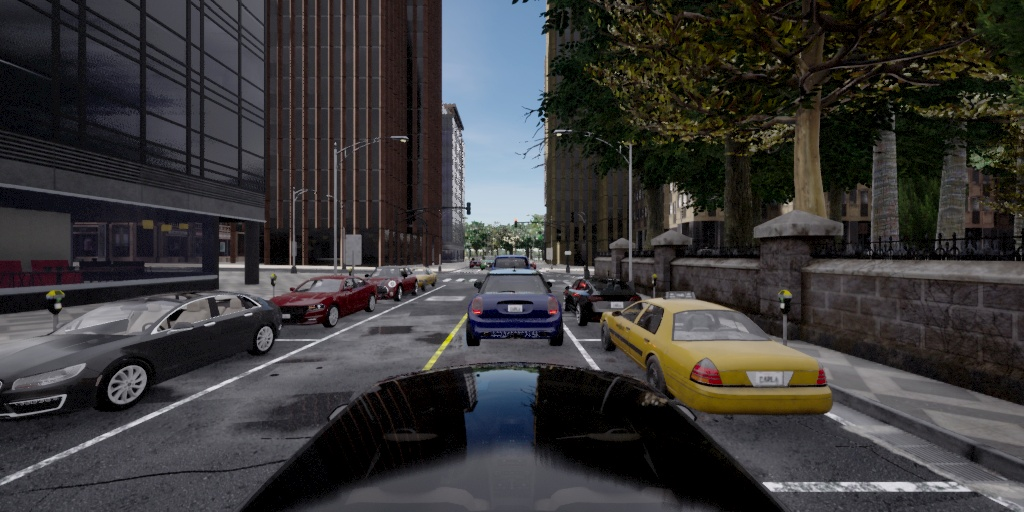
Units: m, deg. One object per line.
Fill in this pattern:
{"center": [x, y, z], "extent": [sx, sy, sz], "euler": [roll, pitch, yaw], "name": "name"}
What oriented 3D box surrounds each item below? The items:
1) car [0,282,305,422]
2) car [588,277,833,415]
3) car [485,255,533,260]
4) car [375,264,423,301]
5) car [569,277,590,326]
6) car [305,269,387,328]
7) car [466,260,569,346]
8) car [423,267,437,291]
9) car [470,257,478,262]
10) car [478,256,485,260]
{"center": [-5.772, 1.301, 5.959], "extent": [2.007, 1.370, 4.403], "euler": [0, 0, 0], "name": "car"}
{"center": [2.752, 1.275, 6.151], "extent": [1.751, 1.417, 4.829], "euler": [0, 0, 0], "name": "car"}
{"center": [-0.034, 0.973, 18.973], "extent": [2.150, 2.045, 5.566], "euler": [0, 0, 0], "name": "car"}
{"center": [-5.797, 1.190, 16.873], "extent": [1.967, 1.591, 4.097], "euler": [0, 0, 0], "name": "car"}
{"center": [2.740, 1.316, 11.437], "extent": [1.948, 1.339, 4.313], "euler": [0, 0, 0], "name": "car"}
{"center": [-5.785, 1.295, 11.416], "extent": [1.888, 1.381, 4.507], "euler": [0, 0, 0], "name": "car"}
{"center": [0.036, 1.102, 9.539], "extent": [2.097, 1.767, 4.553], "euler": [0, 0, -1], "name": "car"}
{"center": [-5.809, 1.277, 22.160], "extent": [1.751, 1.417, 4.829], "euler": [0, 0, 0], "name": "car"}
{"center": [-5.894, 1.079, 59.738], "extent": [2.192, 1.841, 5.009], "euler": [0, 0, 0], "name": "car"}
{"center": [-3.214, 0.982, 51.214], "extent": [2.150, 2.045, 5.566], "euler": [0, 0, -1], "name": "car"}
